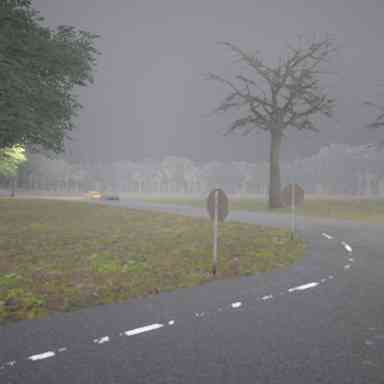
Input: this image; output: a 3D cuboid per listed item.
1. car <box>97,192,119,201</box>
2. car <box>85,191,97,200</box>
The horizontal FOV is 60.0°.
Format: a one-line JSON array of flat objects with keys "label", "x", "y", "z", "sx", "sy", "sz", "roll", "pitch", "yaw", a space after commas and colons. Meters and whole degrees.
[{"label": "car", "x": -13.352, "y": 0.747, "z": 53.937, "sx": 1.994, "sy": 1.385, "sz": 4.181, "roll": 2, "pitch": -1, "yaw": -35}, {"label": "car", "x": -17.906, "y": 0.629, "z": 60.240, "sx": 1.882, "sy": 1.535, "sz": 5.008, "roll": 2, "pitch": -1, "yaw": -36}]
